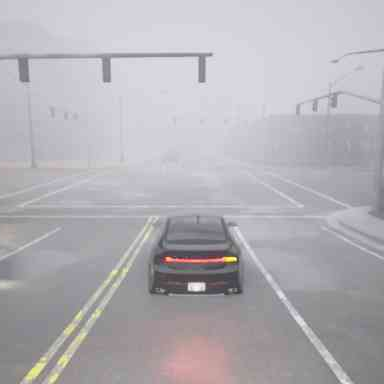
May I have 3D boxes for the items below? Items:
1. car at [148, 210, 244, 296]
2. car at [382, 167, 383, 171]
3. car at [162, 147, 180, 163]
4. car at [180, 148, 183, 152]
[{"bbox_3d":[0.072,1.192,8.032,1.837,1.490,4.892,0,4,0],"label":"car"},{"bbox_3d":[23.199,-2.704,36.301,4.181,1.385,1.994,0,9,0],"label":"car"},{"bbox_3d":[-3.571,-5.891,54.614,2.150,2.045,5.566,0,9,0],"label":"car"},{"bbox_3d":[-3.494,-8.011,70.361,2.033,1.411,5.357,0,9,0],"label":"car"}]
